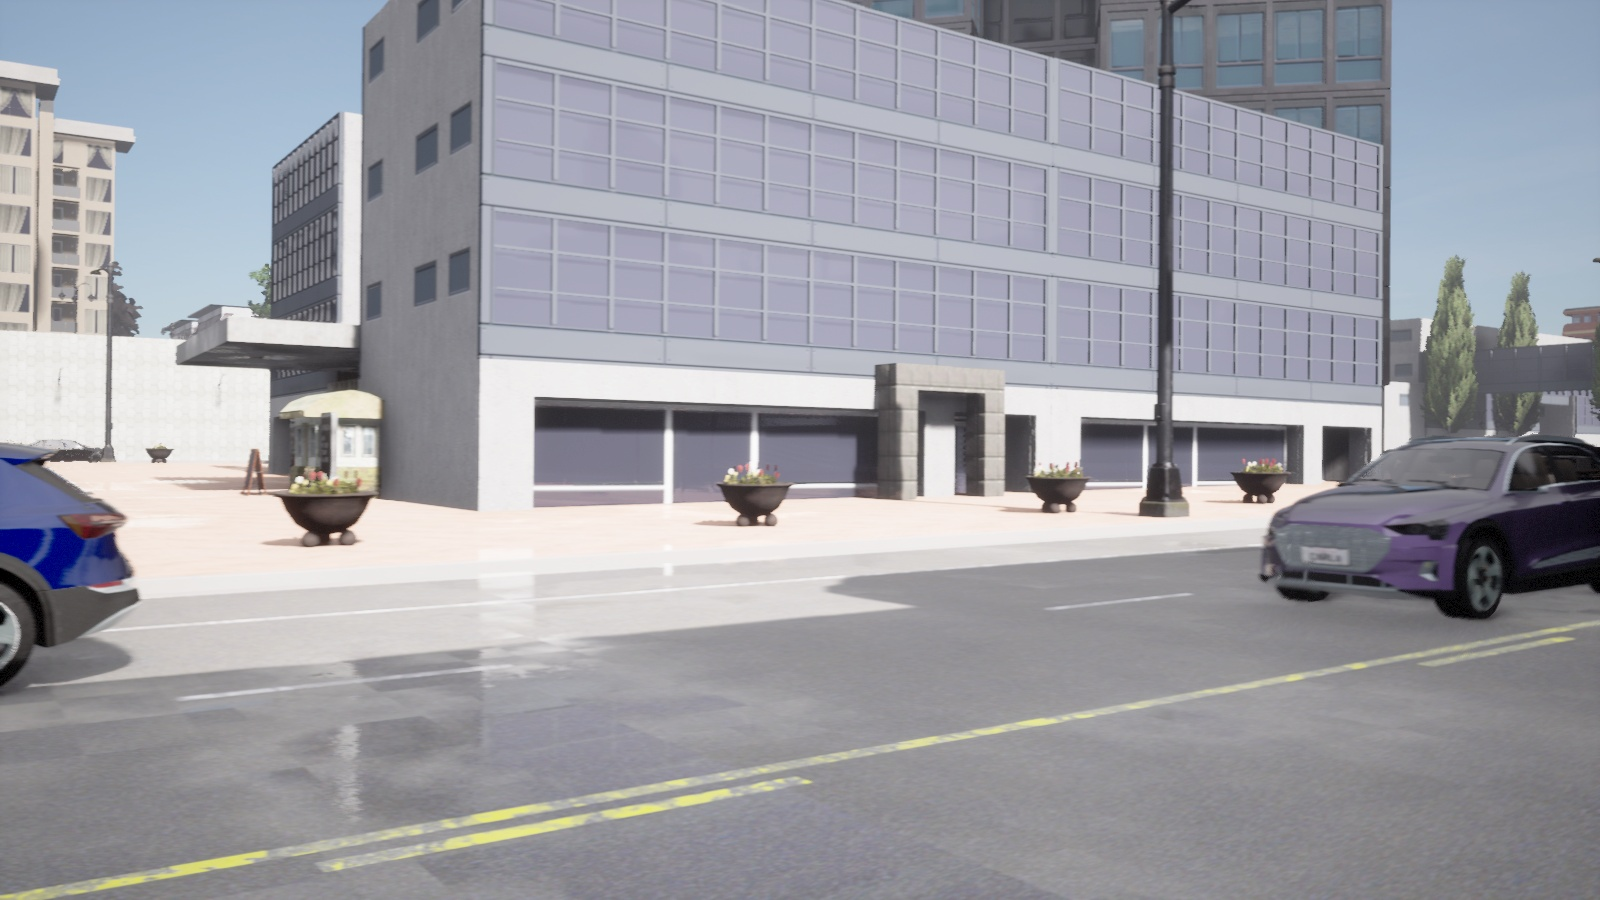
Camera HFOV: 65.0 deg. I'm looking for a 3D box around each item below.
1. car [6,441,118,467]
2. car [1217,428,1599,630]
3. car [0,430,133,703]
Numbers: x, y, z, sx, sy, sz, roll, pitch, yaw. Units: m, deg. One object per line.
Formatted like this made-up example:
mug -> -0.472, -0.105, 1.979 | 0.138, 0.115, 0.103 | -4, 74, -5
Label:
car -> -41.707, 0.262, 71.038 | 5.357, 1.411, 2.033 | 1, 0, -33
car -> 6.539, 0.630, 12.473 | 4.856, 1.649, 2.033 | -1, 0, -35
car -> -6.822, 0.705, 7.440 | 4.856, 1.649, 2.033 | 0, 0, -35
